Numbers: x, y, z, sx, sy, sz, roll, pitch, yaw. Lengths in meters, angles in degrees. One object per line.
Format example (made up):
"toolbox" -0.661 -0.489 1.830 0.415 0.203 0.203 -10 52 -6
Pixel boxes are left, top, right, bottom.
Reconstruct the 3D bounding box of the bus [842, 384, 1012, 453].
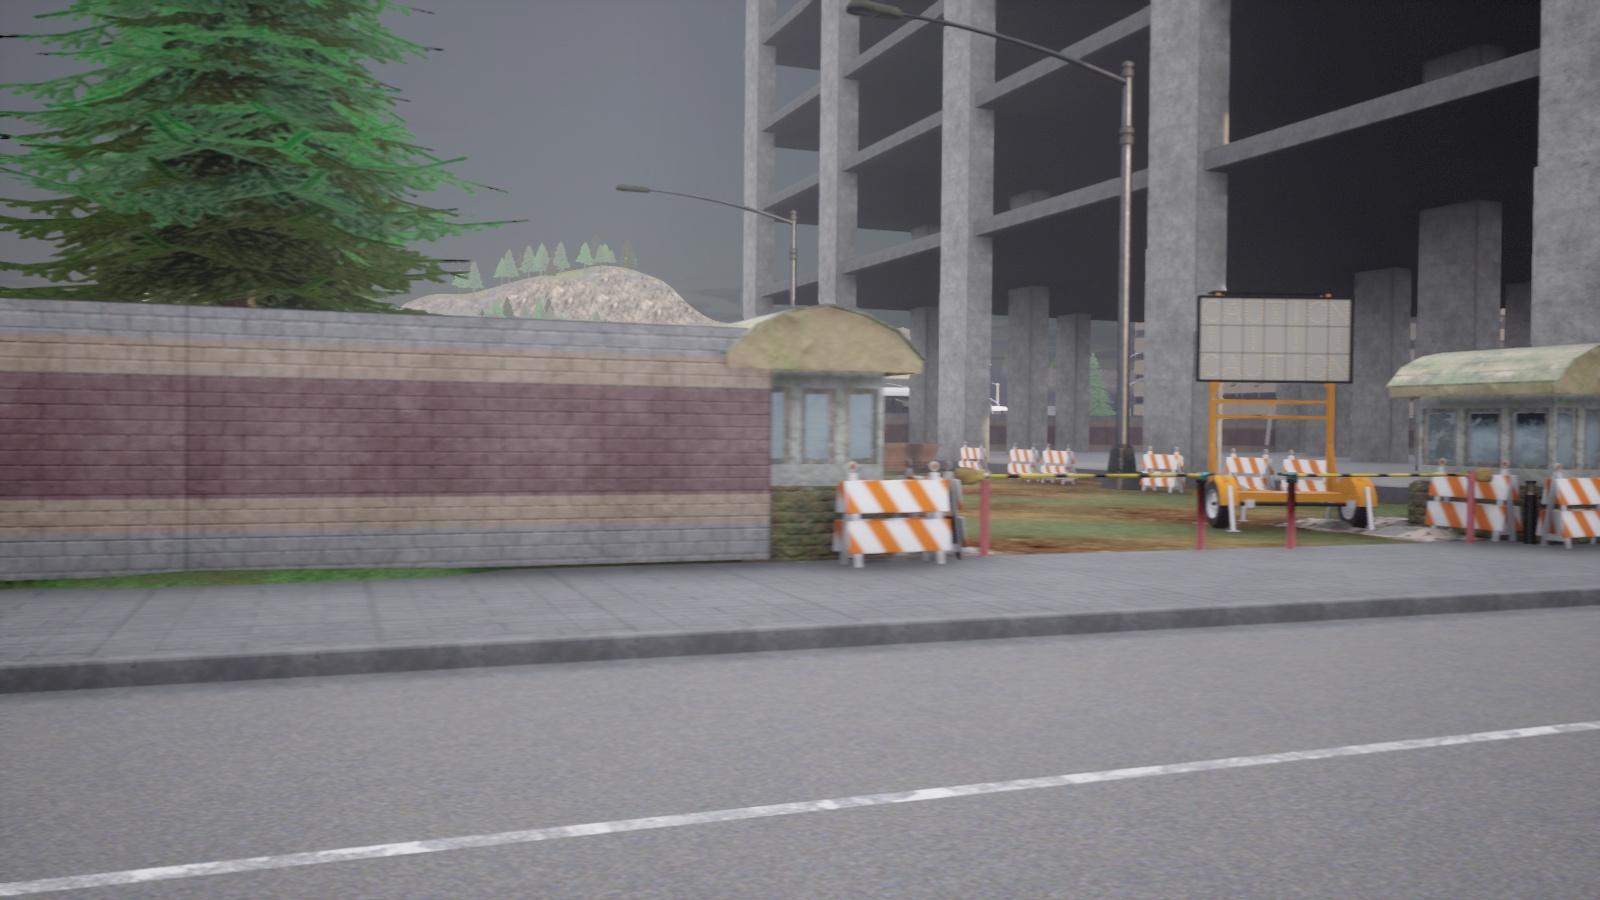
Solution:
"bus" 8.239 -2.048 81.524 10.273 4.253 3.944 -1 1 -22
